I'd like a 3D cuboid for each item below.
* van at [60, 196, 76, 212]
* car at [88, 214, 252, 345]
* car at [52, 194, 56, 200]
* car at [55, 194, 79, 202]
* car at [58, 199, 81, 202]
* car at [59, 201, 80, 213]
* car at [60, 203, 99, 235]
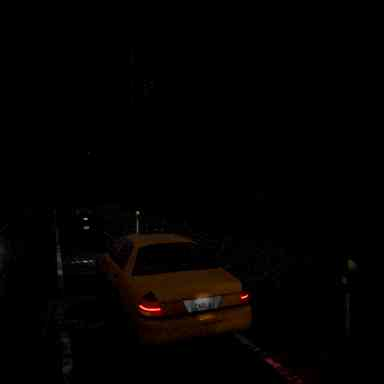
[{"bbox_3d":[-14.609,1.343,39.085,1.690,1.788,3.998,0,0,-23],"label":"van"},{"bbox_3d":[-0.841,1.457,6.750,1.801,1.575,5.366,0,0,-23],"label":"car"},{"bbox_3d":[-31.731,1.470,79.499,1.967,1.590,4.097,0,0,-24],"label":"car"},{"bbox_3d":[-12.487,1.316,33.986,2.192,1.841,5.009,0,0,-23],"label":"car"},{"bbox_3d":[-10.365,1.567,28.885,1.947,1.339,4.313,0,0,-23],"label":"car"},{"bbox_3d":[-8.244,1.552,23.785,2.008,1.369,4.403,0,0,-23],"label":"car"},{"bbox_3d":[-6.122,1.551,18.686,2.008,1.369,4.403,0,0,-23],"label":"car"}]
